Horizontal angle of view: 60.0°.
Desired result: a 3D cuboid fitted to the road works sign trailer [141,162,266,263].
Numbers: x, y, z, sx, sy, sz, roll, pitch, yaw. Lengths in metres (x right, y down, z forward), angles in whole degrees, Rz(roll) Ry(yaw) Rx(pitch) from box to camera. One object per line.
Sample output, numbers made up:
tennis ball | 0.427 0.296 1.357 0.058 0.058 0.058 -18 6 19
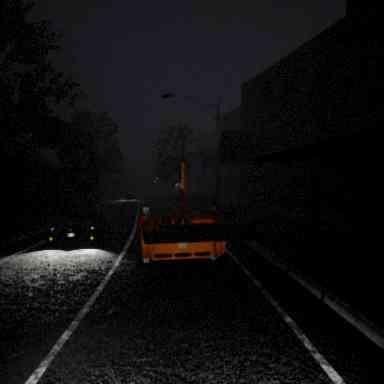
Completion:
road works sign trailer | -0.016 0.638 8.023 2.380 2.880 3.560 -1 1 -10

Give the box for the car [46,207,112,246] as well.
car | -4.521 1.314 13.851 1.994 1.385 4.181 -1 1 -6

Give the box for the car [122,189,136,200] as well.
car | -10.396 0.343 55.161 2.097 1.767 4.553 -1 1 -8
